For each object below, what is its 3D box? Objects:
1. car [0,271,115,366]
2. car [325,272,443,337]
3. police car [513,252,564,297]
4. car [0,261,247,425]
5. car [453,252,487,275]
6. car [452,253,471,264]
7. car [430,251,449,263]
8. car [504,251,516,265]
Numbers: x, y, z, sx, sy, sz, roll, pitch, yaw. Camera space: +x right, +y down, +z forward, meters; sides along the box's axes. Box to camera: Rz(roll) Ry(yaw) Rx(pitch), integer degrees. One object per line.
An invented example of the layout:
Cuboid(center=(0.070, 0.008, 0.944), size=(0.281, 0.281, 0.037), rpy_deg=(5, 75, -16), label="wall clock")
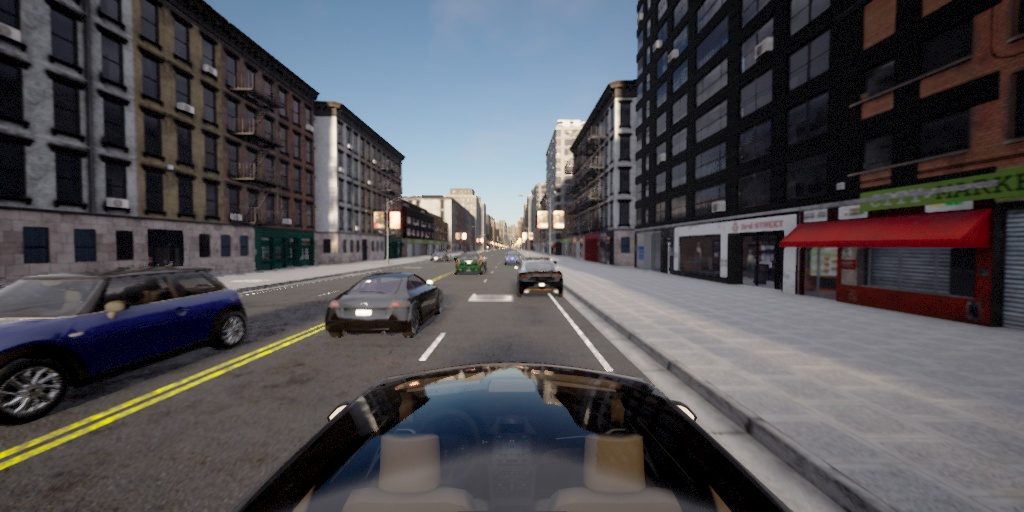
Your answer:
Cuboid(center=(-9.848, 1.152, 5.472), size=(2.128, 1.511, 4.902), rpy_deg=(0, 1, 0), label="car")
Cuboid(center=(-3.150, 1.126, 9.615), size=(1.994, 1.385, 4.181), rpy_deg=(0, 1, 0), label="car")
Cuboid(center=(1.138, 0.827, 16.260), size=(1.930, 1.638, 5.238), rpy_deg=(0, 1, 0), label="police car")
Cuboid(center=(-6.599, 1.011, 5.552), size=(2.097, 1.767, 4.553), rpy_deg=(0, 1, 0), label="car")
Cuboid(center=(-3.148, 0.462, 28.220), size=(2.097, 1.767, 4.553), rpy_deg=(0, 1, 0), label="car")
Cuboid(center=(-6.583, 0.247, 47.278), size=(1.895, 1.301, 4.718), rpy_deg=(0, 1, 0), label="car")
Cuboid(center=(-9.818, 0.101, 48.852), size=(2.128, 1.511, 4.902), rpy_deg=(0, 1, 0), label="car")
Cuboid(center=(0.065, 0.297, 43.000), size=(2.033, 1.411, 5.357), rpy_deg=(0, 1, 0), label="car")
